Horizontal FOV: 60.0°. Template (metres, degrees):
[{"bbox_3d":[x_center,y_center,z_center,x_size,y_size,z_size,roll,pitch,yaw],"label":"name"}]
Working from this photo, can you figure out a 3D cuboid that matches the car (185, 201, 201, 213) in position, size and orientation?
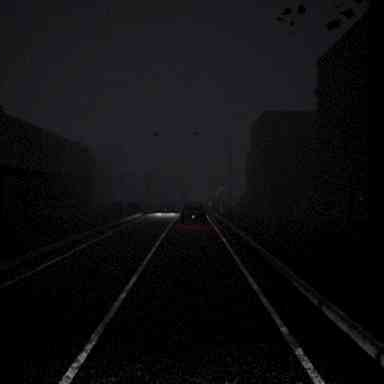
[{"bbox_3d":[0.101,1.848,41.965,1.895,1.301,4.718,0,1,0],"label":"car"}]

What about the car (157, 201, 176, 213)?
[{"bbox_3d":[-3.016,1.819,39.843,1.994,1.385,4.181,0,-1,0],"label":"car"}]

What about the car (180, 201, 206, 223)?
[{"bbox_3d":[0.099,1.580,25.971,2.128,1.511,4.902,0,-1,0],"label":"car"}]
